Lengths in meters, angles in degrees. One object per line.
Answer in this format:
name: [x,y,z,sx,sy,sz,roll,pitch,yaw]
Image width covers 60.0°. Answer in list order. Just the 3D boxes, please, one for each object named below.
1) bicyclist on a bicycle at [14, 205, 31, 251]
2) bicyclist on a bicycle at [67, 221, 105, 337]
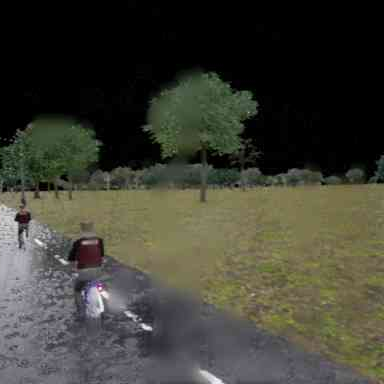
bicyclist on a bicycle: [-6.686,1.383,13.145,0.659,1.776,1.843,-1,1,-33]
bicyclist on a bicycle: [-1.816,1.355,5.617,0.659,1.776,1.843,-1,1,-33]
